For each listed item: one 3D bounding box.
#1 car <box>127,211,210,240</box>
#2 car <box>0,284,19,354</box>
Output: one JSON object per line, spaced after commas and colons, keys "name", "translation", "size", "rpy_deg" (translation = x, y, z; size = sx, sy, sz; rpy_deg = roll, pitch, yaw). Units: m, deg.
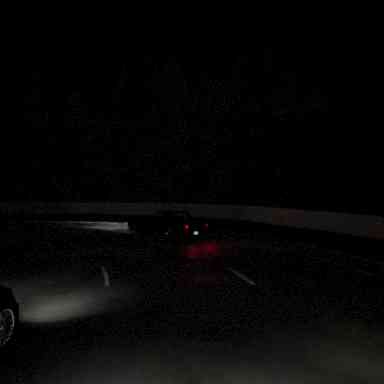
{"name": "car", "translation": [-1.365, 1.614, 17.129], "size": [1.895, 1.301, 4.718], "rpy_deg": [0, 0, -44]}
{"name": "car", "translation": [-3.480, 1.528, 3.099], "size": [1.812, 1.442, 4.674], "rpy_deg": [0, 0, -1]}
